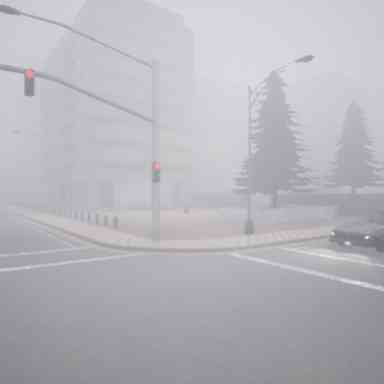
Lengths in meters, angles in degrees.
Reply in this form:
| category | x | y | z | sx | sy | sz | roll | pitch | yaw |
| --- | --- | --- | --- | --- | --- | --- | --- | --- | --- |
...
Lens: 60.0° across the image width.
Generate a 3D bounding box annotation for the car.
| category | x | y | z | sx | sy | sz | roll | pitch | yaw |
| --- | --- | --- | --- | --- | --- | --- | --- | --- | --- |
| car | 8.119 | 1.557 | 14.124 | 5.357 | 1.411 | 2.033 | 0 | 0 | -34 |
